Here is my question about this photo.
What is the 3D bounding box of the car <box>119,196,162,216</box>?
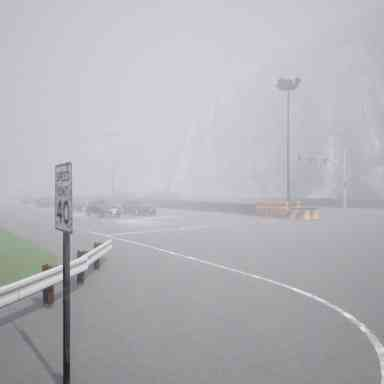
[{"bbox_3d":[-5.214,1.430,31.908,1.837,1.490,4.892,0,0,-38],"label":"car"}]

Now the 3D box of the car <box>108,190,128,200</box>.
[{"bbox_3d":[-16.853,0.661,75.306,2.150,2.045,5.566,0,1,-38],"label":"car"}]

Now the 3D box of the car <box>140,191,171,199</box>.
[{"bbox_3d":[-6.983,0.905,62.852,2.150,2.045,5.566,0,0,-38],"label":"car"}]

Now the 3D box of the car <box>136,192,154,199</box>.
[{"bbox_3d":[-11.332,0.903,79.610,2.128,1.511,4.902,0,1,-38],"label":"car"}]

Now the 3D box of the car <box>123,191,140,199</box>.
[{"bbox_3d":[-14.068,0.741,77.427,2.097,1.767,4.553,0,1,-38],"label":"car"}]

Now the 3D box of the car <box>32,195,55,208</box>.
[{"bbox_3d":[-19.469,1.318,44.417,1.837,1.490,4.892,0,1,-38],"label":"car"}]

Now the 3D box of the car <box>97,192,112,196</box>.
[{"bbox_3d":[-19.600,0.799,73.138,2.097,1.767,4.553,0,1,-38],"label":"car"}]

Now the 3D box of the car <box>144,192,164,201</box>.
[{"bbox_3d":[-7.904,0.951,69.547,2.097,1.767,4.553,0,1,-38],"label":"car"}]

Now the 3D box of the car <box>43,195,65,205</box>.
[{"bbox_3d":[-22.480,1.237,53.994,2.033,1.411,5.357,0,1,-38],"label":"car"}]

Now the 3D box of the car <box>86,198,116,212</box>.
[{"bbox_3d":[-10.693,1.449,38.868,1.994,1.385,4.181,0,0,-38],"label":"car"}]

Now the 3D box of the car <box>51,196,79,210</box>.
[{"bbox_3d":[-13.755,1.491,37.104,1.895,1.301,4.718,0,0,-38],"label":"car"}]

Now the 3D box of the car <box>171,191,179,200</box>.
[{"bbox_3d":[-4.931,0.815,71.426,2.150,2.045,5.566,0,1,-38],"label":"car"}]

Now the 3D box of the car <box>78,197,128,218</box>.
[{"bbox_3d":[-8.030,1.424,29.826,2.128,1.511,4.902,0,0,-38],"label":"car"}]

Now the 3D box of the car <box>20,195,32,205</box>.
[{"bbox_3d":[-25.699,1.213,52.435,1.812,1.442,4.674,0,1,-37],"label":"car"}]

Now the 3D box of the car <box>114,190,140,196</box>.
[{"bbox_3d":[-12.934,0.842,64.780,2.150,2.045,5.566,0,1,-38],"label":"car"}]
